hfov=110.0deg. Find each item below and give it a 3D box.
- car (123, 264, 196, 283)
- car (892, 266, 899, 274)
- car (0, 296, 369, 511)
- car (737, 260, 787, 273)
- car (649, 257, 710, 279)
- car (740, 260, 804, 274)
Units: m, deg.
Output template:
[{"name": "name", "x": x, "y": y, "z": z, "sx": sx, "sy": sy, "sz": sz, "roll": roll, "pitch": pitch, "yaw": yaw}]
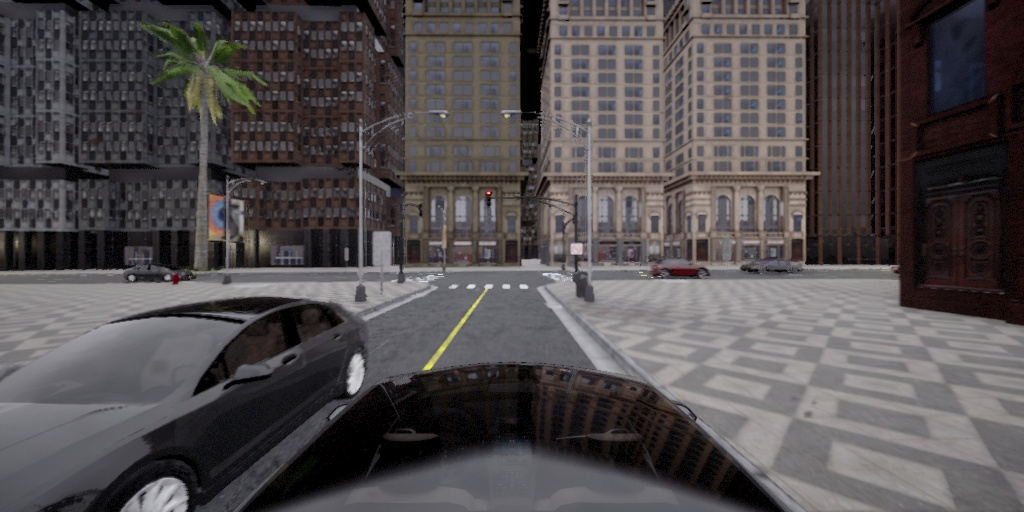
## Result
[{"name": "car", "x": -29.126, "y": 1.453, "z": 29.704, "sx": 4.892, "sy": 1.490, "sz": 1.837, "roll": 1, "pitch": 0, "yaw": 0}, {"name": "car", "x": 35.279, "y": 1.126, "z": 30.239, "sx": 4.718, "sy": 1.301, "sz": 1.895, "roll": 0, "pitch": 0, "yaw": 0}, {"name": "car", "x": -3.095, "y": 1.253, "z": 3.639, "sx": 1.837, "sy": 1.490, "sz": 4.892, "roll": 0, "pitch": 0, "yaw": 0}, {"name": "car", "x": 27.871, "y": 1.139, "z": 40.014, "sx": 4.181, "sy": 1.385, "sz": 1.994, "roll": 0, "pitch": 0, "yaw": 0}, {"name": "car", "x": 14.036, "y": 0.977, "z": 30.062, "sx": 4.553, "sy": 1.767, "sz": 2.097, "roll": 0, "pitch": 0, "yaw": 0}, {"name": "car", "x": 26.686, "y": 1.124, "z": 36.764, "sx": 5.357, "sy": 1.411, "sz": 2.033, "roll": 0, "pitch": 0, "yaw": 0}]
